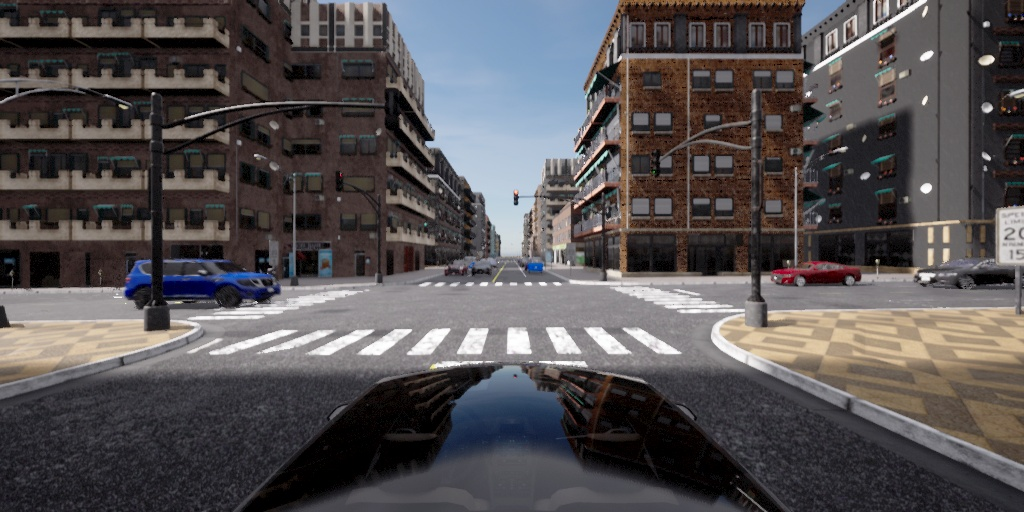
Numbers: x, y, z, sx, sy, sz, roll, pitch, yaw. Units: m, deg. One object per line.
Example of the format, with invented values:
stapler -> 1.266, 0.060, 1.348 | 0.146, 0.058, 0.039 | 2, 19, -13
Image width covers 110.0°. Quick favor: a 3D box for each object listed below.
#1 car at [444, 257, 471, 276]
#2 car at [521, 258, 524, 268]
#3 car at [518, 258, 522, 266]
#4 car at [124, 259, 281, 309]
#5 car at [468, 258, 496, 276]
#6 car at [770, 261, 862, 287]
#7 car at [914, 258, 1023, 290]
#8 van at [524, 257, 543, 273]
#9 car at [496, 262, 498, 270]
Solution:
car -> -5.534, 1.142, 35.889 | 1.967, 1.591, 4.097 | 0, 0, 0
car -> 2.541, 1.230, 47.075 | 1.888, 1.381, 4.507 | 0, 0, 0
car -> 2.419, 1.234, 58.236 | 1.948, 1.339, 4.313 | 0, 0, 0
car -> -13.164, 1.135, 15.421 | 5.566, 2.045, 2.150 | -1, 0, 0
car -> -2.933, 1.207, 35.696 | 1.837, 1.490, 4.892 | 0, 0, 0
car -> 17.550, 1.011, 20.828 | 4.507, 1.381, 1.888 | 0, 0, 0
car -> 23.658, 0.877, 18.380 | 4.902, 1.511, 2.128 | -1, 0, 0
van -> 2.592, 1.035, 40.871 | 1.690, 1.789, 3.998 | 0, 0, 0
car -> -2.969, 1.225, 52.732 | 2.033, 1.411, 5.357 | 0, 0, 0
